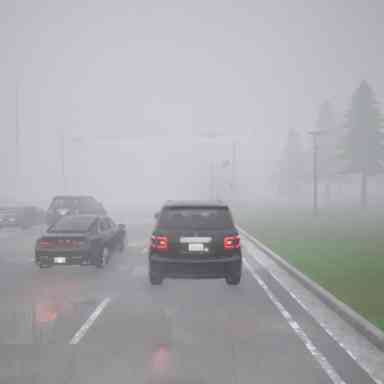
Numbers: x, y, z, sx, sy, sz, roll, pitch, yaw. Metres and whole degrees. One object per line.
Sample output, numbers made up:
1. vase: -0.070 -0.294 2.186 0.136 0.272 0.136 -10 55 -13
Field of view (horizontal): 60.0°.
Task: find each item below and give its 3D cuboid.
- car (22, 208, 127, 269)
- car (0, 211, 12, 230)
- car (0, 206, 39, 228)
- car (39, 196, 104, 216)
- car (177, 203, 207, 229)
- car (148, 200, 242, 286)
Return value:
1. car: -3.455 1.508 11.112 1.837 1.490 4.892 0 0 0
2. car: -6.948 1.478 8.438 1.882 1.535 5.008 0 0 0
3. car: -10.488 1.550 20.754 2.033 1.411 5.357 0 0 0
4. car: -6.985 1.224 20.613 2.150 2.045 5.566 0 0 0
5. car: 0.009 1.528 22.342 1.812 1.442 4.674 0 0 0
6. car: 0.065 1.225 9.587 2.150 2.045 5.566 0 0 0
